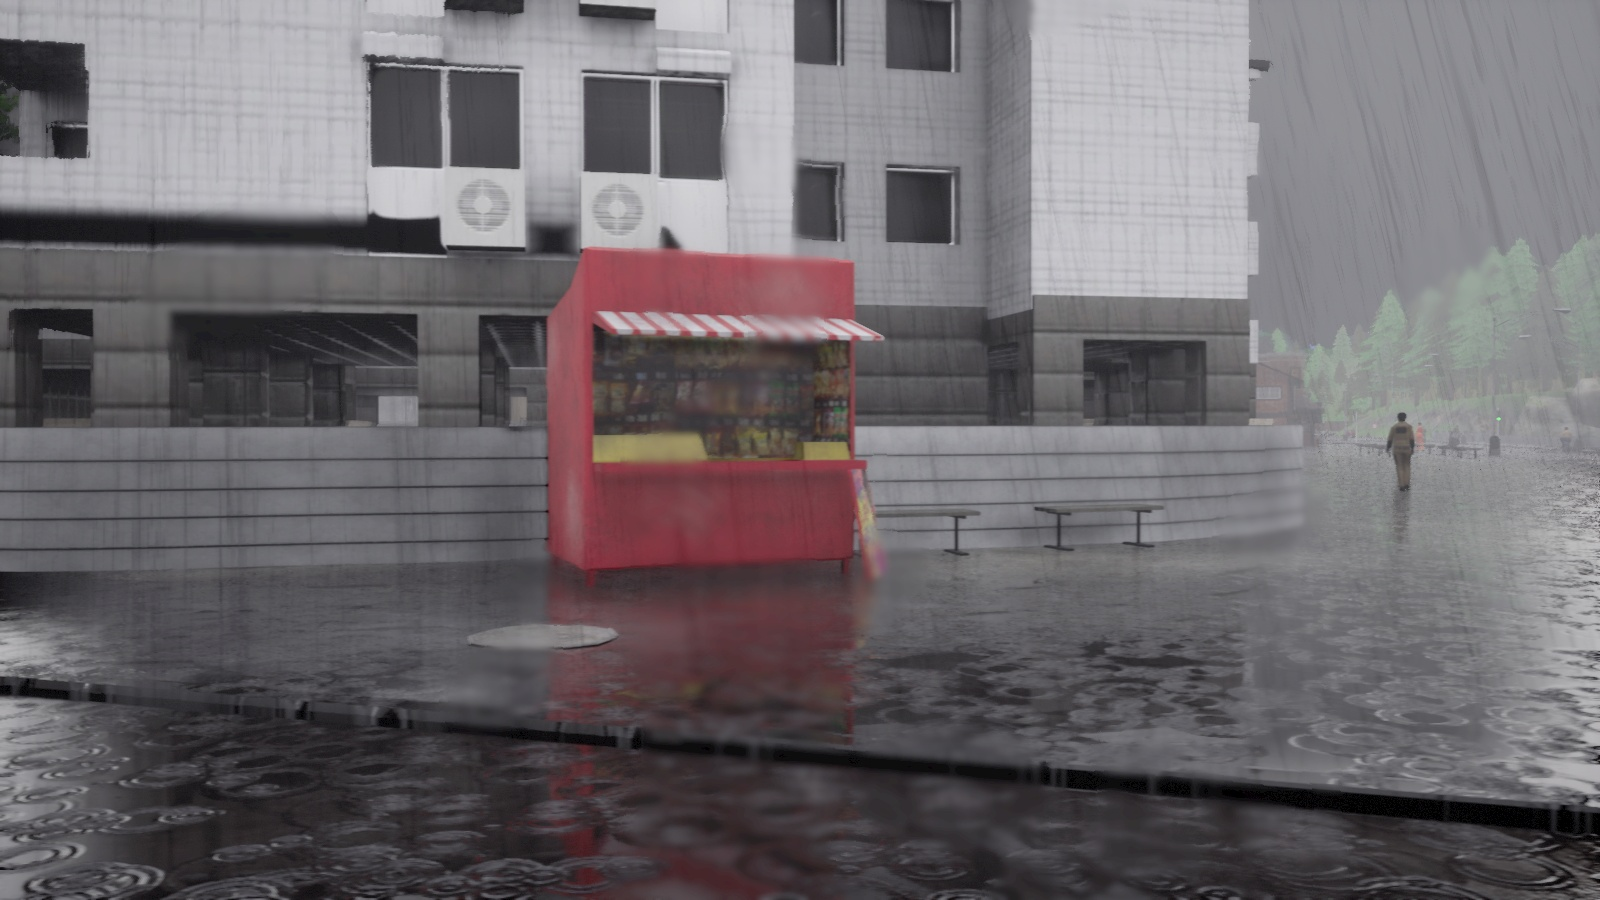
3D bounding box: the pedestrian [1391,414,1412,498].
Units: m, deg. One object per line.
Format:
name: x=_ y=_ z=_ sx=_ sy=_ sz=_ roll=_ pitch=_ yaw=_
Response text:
pedestrian: x=14.013 y=0.128 z=29.238 sx=0.396 sy=1.930 sz=0.692 roll=1 pitch=1 yaw=28
